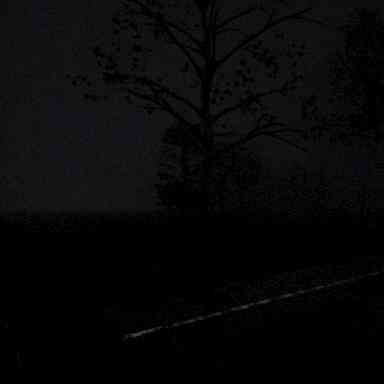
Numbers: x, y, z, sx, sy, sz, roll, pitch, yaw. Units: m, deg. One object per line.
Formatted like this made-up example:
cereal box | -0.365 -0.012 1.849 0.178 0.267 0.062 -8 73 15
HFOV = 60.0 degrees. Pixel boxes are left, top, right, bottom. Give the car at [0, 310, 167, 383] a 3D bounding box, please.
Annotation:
car | -2.602 1.600 2.017 4.718 1.301 1.895 1 -1 -35
